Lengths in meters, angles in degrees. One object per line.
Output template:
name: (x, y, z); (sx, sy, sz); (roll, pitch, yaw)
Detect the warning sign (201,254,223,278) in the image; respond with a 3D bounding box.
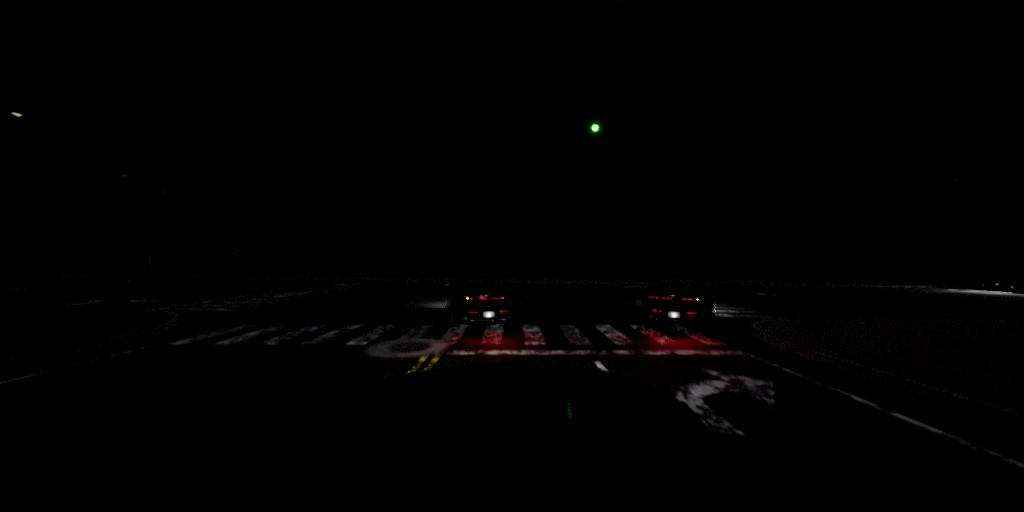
warning sign: (-23.472, 0.745, 28.089); (1.060, 1.860, 1.300); (0, 0, 1)

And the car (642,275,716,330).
car: (5.478, 1.344, 11.728); (1.837, 1.490, 4.892); (0, -1, 28)

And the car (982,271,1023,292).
car: (34.364, 1.720, 23.876); (4.181, 1.385, 1.994); (0, 0, 2)

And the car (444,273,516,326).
car: (-1.152, 1.315, 12.009); (1.837, 1.490, 4.892); (0, 0, -13)
